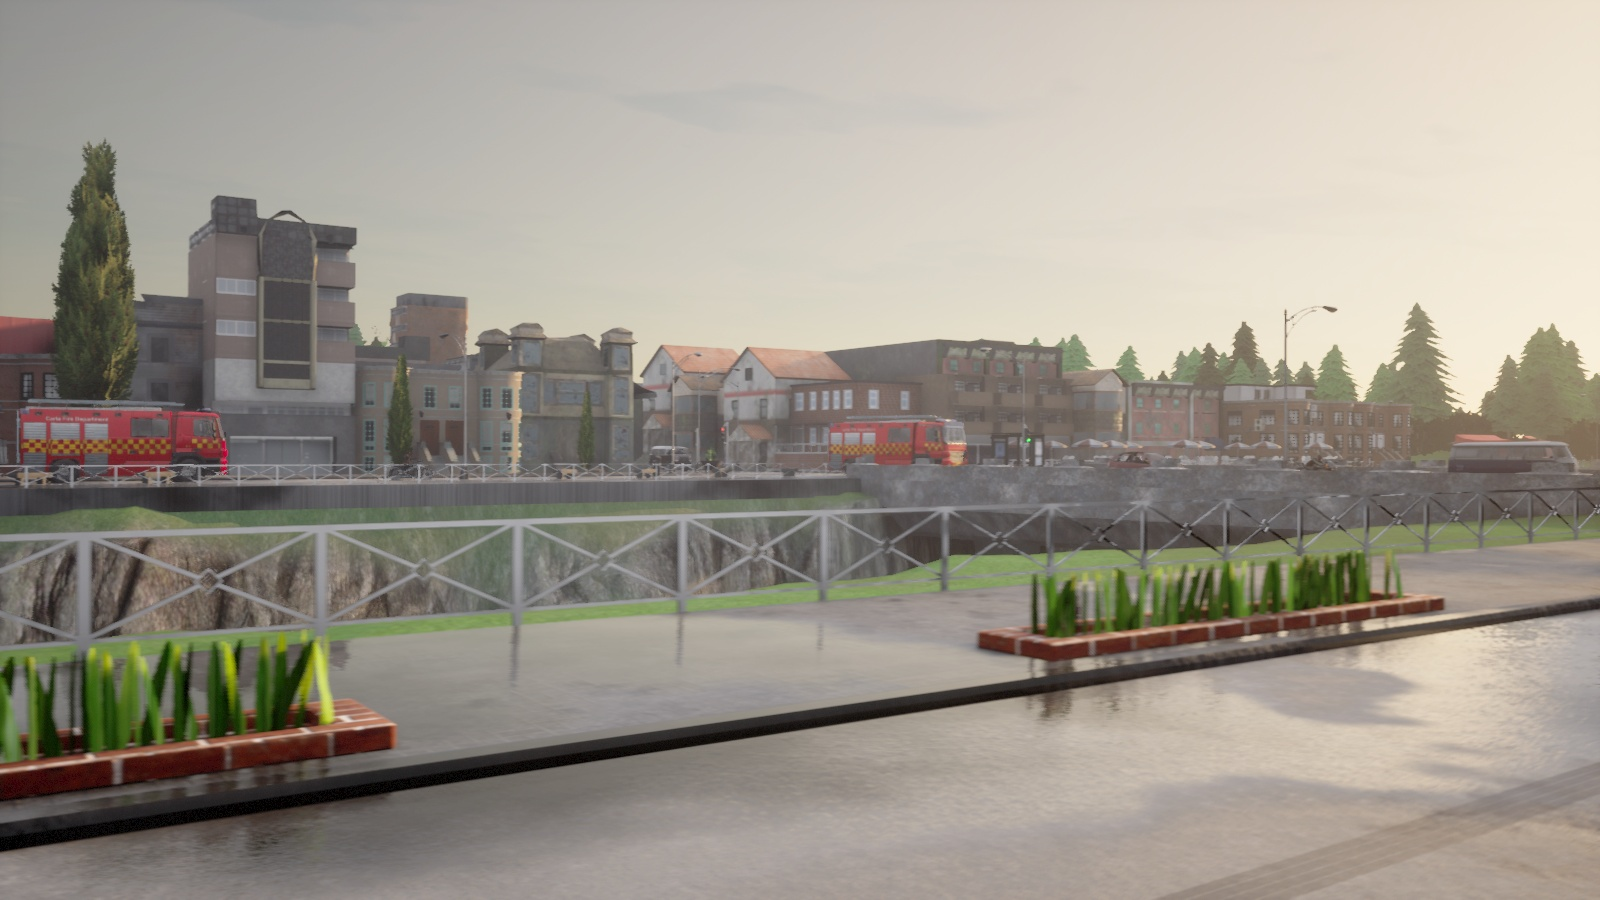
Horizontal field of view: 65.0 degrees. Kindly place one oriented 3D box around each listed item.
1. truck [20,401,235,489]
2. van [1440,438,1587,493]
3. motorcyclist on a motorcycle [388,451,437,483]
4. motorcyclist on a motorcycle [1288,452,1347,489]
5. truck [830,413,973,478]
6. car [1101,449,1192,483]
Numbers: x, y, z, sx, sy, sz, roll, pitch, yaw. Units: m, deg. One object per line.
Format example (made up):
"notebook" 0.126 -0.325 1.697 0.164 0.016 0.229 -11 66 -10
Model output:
"truck" -30.926 -0.212 57.938 8.468 3.827 2.891 0 0 -35
"van" 26.694 0.557 47.102 1.775 1.987 4.442 0 0 -35
"motorcyclist on a motorcycle" -20.181 0.898 65.418 2.350 1.649 0.766 0 0 -35
"motorcyclist on a motorcycle" 22.110 0.865 53.681 0.866 1.530 2.191 0 -1 -35
"truck" 6.154 -0.245 76.894 8.468 3.827 2.891 0 0 35
"car" 16.851 0.757 61.228 1.851 1.617 3.988 0 0 -35
